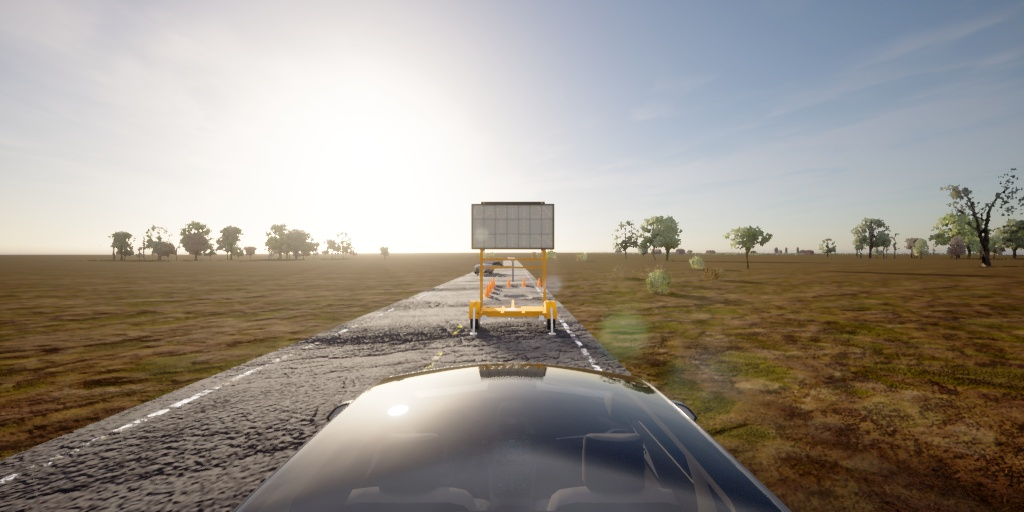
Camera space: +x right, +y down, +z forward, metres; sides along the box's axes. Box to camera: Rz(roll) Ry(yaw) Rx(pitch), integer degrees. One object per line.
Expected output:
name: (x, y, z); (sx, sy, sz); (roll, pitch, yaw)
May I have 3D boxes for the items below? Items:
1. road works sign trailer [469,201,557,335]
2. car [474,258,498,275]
road works sign trailer: (0.026, 0.214, 10.518); (2.380, 3.560, 2.880); (0, 0, 0)
car: (-2.998, 1.242, 38.548); (2.128, 1.511, 4.902); (0, 0, 0)
